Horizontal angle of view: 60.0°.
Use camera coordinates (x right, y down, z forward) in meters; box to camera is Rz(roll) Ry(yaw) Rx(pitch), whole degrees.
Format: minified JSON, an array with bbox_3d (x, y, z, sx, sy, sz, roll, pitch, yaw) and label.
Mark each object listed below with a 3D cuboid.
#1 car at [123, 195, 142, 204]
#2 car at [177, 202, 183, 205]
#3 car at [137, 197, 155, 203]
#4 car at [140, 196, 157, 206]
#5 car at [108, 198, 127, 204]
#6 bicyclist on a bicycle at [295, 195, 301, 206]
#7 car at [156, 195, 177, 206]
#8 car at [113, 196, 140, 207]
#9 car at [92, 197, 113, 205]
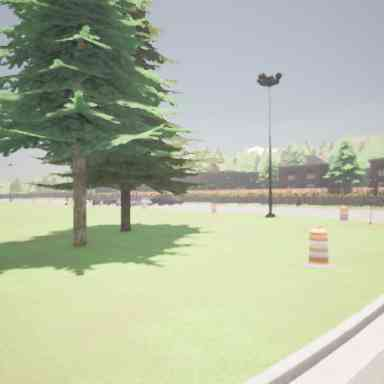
[{"bbox_3d":[-12.720,1.556,70.724,2.097,1.767,4.553,0,0,-40],"label":"car"},{"bbox_3d":[-3.608,1.748,65.379,2.128,1.511,4.902,0,0,-39],"label":"car"},{"bbox_3d":[-10.055,1.734,72.994,1.994,1.385,4.181,0,0,-40],"label":"car"},{"bbox_3d":[-8.974,1.823,60.885,1.812,1.442,4.674,0,0,-39],"label":"car"},{"bbox_3d":[-15.439,1.818,68.521,1.895,1.301,4.718,0,0,-40],"label":"car"},{"bbox_3d":[15.557,1.304,48.751,1.656,1.620,0.582,-1,0,-40],"label":"bicyclist on a bicycle"},{"bbox_3d":[-5.777,1.492,62.507,2.150,2.045,5.566,0,0,-39],"label":"car"},{"bbox_3d":[-11.652,1.844,58.633,1.812,1.442,4.674,0,0,-39],"label":"car"},{"bbox_3d":[-18.084,1.778,66.228,2.097,1.767,4.553,0,0,-40],"label":"car"}]
